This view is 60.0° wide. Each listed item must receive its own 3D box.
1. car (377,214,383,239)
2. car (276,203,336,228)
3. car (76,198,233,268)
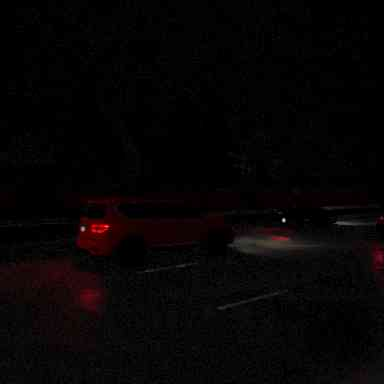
[{"bbox_3d":[10.872,1.351,15.945,4.553,1.767,2.097,0,0,-36],"label":"car"},{"bbox_3d":[7.719,1.505,22.304,4.892,1.490,1.837,0,0,-36],"label":"car"},{"bbox_3d":[-1.119,1.219,11.575,5.566,2.045,2.150,0,0,-36],"label":"car"}]
